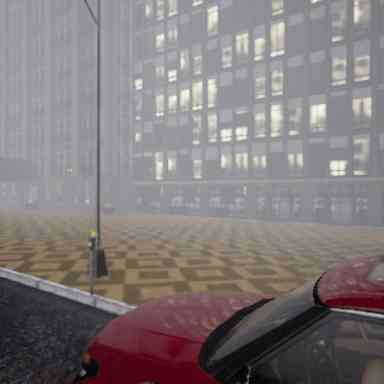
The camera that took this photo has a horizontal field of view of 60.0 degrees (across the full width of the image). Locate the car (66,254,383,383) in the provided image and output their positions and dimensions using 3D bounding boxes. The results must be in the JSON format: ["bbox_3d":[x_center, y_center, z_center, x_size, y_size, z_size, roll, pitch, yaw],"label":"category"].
[{"bbox_3d":[1.427,1.317,1.863,5.009,1.841,2.192,1,0,36],"label":"car"}]
